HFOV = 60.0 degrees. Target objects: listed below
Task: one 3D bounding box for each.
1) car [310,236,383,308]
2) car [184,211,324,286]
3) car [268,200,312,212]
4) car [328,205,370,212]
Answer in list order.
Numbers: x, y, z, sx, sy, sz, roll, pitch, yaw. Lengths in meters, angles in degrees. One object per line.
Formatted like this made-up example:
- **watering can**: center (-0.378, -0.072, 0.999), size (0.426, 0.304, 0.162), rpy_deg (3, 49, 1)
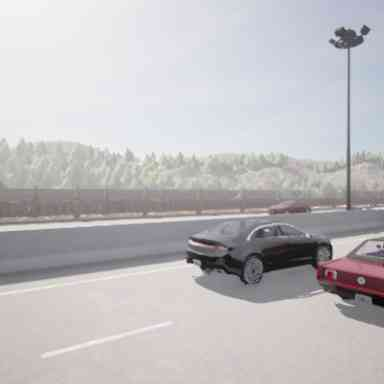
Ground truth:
- **car**: center (4.873, 1.635, 7.222), size (4.718, 1.301, 1.895), rpy_deg (0, 0, -36)
- **car**: center (2.097, 1.522, 9.541), size (4.902, 1.511, 2.128), rpy_deg (0, 0, -35)
- **car**: center (9.537, 1.589, 32.296), size (5.008, 1.535, 1.882), rpy_deg (0, 0, -36)
- **car**: center (12.432, 1.707, 25.753), size (4.718, 1.301, 1.895), rpy_deg (0, 0, -35)
